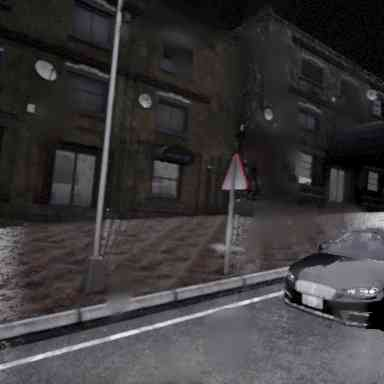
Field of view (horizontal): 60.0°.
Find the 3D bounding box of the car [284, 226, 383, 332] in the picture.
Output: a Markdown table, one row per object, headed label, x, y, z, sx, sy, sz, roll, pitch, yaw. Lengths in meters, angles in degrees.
| label | x | y | z | sx | sy | sz | roll | pitch | yaw |
| --- | --- | --- | --- | --- | --- | --- | --- | --- | --- |
| car | 3.938 | 1.505 | 6.800 | 4.902 | 1.511 | 2.128 | 0 | 0 | -35 |
